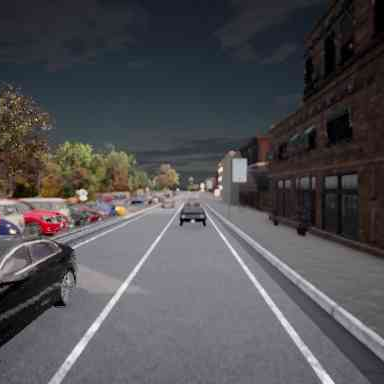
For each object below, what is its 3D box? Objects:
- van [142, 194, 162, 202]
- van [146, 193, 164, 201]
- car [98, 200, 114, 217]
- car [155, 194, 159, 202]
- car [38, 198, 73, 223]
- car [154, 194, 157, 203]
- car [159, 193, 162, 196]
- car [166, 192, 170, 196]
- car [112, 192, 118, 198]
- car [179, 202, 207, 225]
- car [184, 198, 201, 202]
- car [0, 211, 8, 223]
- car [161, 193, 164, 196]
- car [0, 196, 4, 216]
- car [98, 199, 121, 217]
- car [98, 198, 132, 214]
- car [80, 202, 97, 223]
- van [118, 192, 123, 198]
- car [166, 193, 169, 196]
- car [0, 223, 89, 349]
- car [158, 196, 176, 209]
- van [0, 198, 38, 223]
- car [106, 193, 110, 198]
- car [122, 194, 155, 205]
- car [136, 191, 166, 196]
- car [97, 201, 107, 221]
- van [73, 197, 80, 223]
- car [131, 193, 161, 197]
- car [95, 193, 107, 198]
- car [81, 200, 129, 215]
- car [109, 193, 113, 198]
[{"bbox_3d":[-9.524,1.365,79.274,4.442,1.987,1.878,0,0,0],"label":"van"},{"bbox_3d":[-9.499,1.371,84.805,4.442,1.987,1.878,0,0,0],"label":"van"},{"bbox_3d":[-9.368,1.671,27.950,4.674,1.452,2.002,0,0,0],"label":"car"},{"bbox_3d":[-9.474,1.604,65.145,4.674,1.452,2.002,0,0,0],"label":"car"},{"bbox_3d":[-9.358,1.338,16.818,5.566,2.045,2.435,0,0,0],"label":"car"},{"bbox_3d":[-9.487,1.599,62.320,4.674,1.452,2.002,0,0,0],"label":"car"},{"bbox_3d":[-9.441,1.575,70.797,5.008,1.535,2.097,0,0,0],"label":"car"},{"bbox_3d":[-9.338,1.493,93.423,5.008,1.535,2.097,0,1,0],"label":"car"},{"bbox_3d":[-21.943,1.344,81.985,5.566,2.045,2.435,0,0,0],"label":"car"},{"bbox_3d":[0.058,1.689,24.620,1.895,1.301,4.718,0,0,0],"label":"car"},{"bbox_3d":[0.032,1.491,41.815,2.097,1.767,4.553,0,0,0],"label":"car"},{"bbox_3d":[-9.391,1.569,11.250,4.892,1.521,2.231,0,0,0],"label":"car"},{"bbox_3d":[-9.438,1.580,73.622,5.008,1.535,2.097,0,0,0],"label":"car"},{"bbox_3d":[-22.464,1.400,33.544,5.566,2.045,2.435,0,0,0],"label":"car"},{"bbox_3d":[-9.390,1.671,30.733,4.792,1.488,2.163,0,0,0],"label":"car"},{"bbox_3d":[-9.170,1.649,33.516,5.366,1.575,1.946,0,0,0],"label":"car"},{"bbox_3d":[-9.370,1.611,22.383,4.892,1.521,2.231,0,0,0],"label":"car"},{"bbox_3d":[-21.810,1.313,90.596,4.442,1.987,1.878,0,1,0],"label":"van"},{"bbox_3d":[-9.353,1.578,90.598,4.674,1.452,2.002,0,1,0],"label":"car"},{"bbox_3d":[-3.358,1.514,5.222,2.128,1.511,4.902,0,0,0],"label":"car"},{"bbox_3d":[-3.407,1.680,48.316,1.812,1.442,4.674,0,0,0],"label":"car"},{"bbox_3d":[-9.275,1.353,14.034,4.442,1.987,1.878,0,0,0],"label":"van"},{"bbox_3d":[-21.968,1.614,76.337,4.792,1.488,2.163,0,0,0],"label":"car"},{"bbox_3d":[-9.526,1.583,59.493,4.792,1.488,2.163,0,0,0],"label":"car"},{"bbox_3d":[-9.392,1.334,76.448,5.566,2.045,2.435,0,0,0],"label":"car"},{"bbox_3d":[-9.342,1.650,25.166,4.792,1.488,2.163,0,0,0],"label":"car"},{"bbox_3d":[-9.265,1.373,19.476,4.442,1.987,1.878,0,0,0],"label":"van"},{"bbox_3d":[-9.644,1.566,67.972,5.366,1.575,1.946,0,0,0],"label":"car"},{"bbox_3d":[-22.017,1.581,73.638,4.892,1.521,2.231,0,0,0],"label":"car"},{"bbox_3d":[-9.365,1.702,36.158,4.674,1.452,2.002,-1,0,0],"label":"car"},{"bbox_3d":[-21.955,1.619,79.161,4.792,1.488,2.163,0,0,0],"label":"car"}]
